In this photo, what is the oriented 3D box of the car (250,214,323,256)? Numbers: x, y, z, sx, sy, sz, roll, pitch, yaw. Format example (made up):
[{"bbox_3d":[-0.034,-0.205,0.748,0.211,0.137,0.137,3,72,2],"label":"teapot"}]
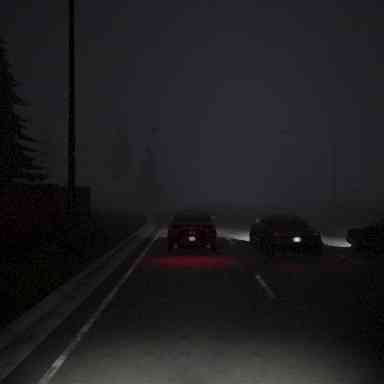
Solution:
[{"bbox_3d":[3.526,1.557,13.132,1.994,1.385,4.181,0,0,0],"label":"car"}]

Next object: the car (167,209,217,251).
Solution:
[{"bbox_3d":[0.012,1.469,14.155,1.882,1.535,5.008,0,0,0],"label":"car"}]

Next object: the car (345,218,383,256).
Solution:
[{"bbox_3d":[7.007,1.542,10.833,2.033,1.411,5.357,0,0,1],"label":"car"}]
